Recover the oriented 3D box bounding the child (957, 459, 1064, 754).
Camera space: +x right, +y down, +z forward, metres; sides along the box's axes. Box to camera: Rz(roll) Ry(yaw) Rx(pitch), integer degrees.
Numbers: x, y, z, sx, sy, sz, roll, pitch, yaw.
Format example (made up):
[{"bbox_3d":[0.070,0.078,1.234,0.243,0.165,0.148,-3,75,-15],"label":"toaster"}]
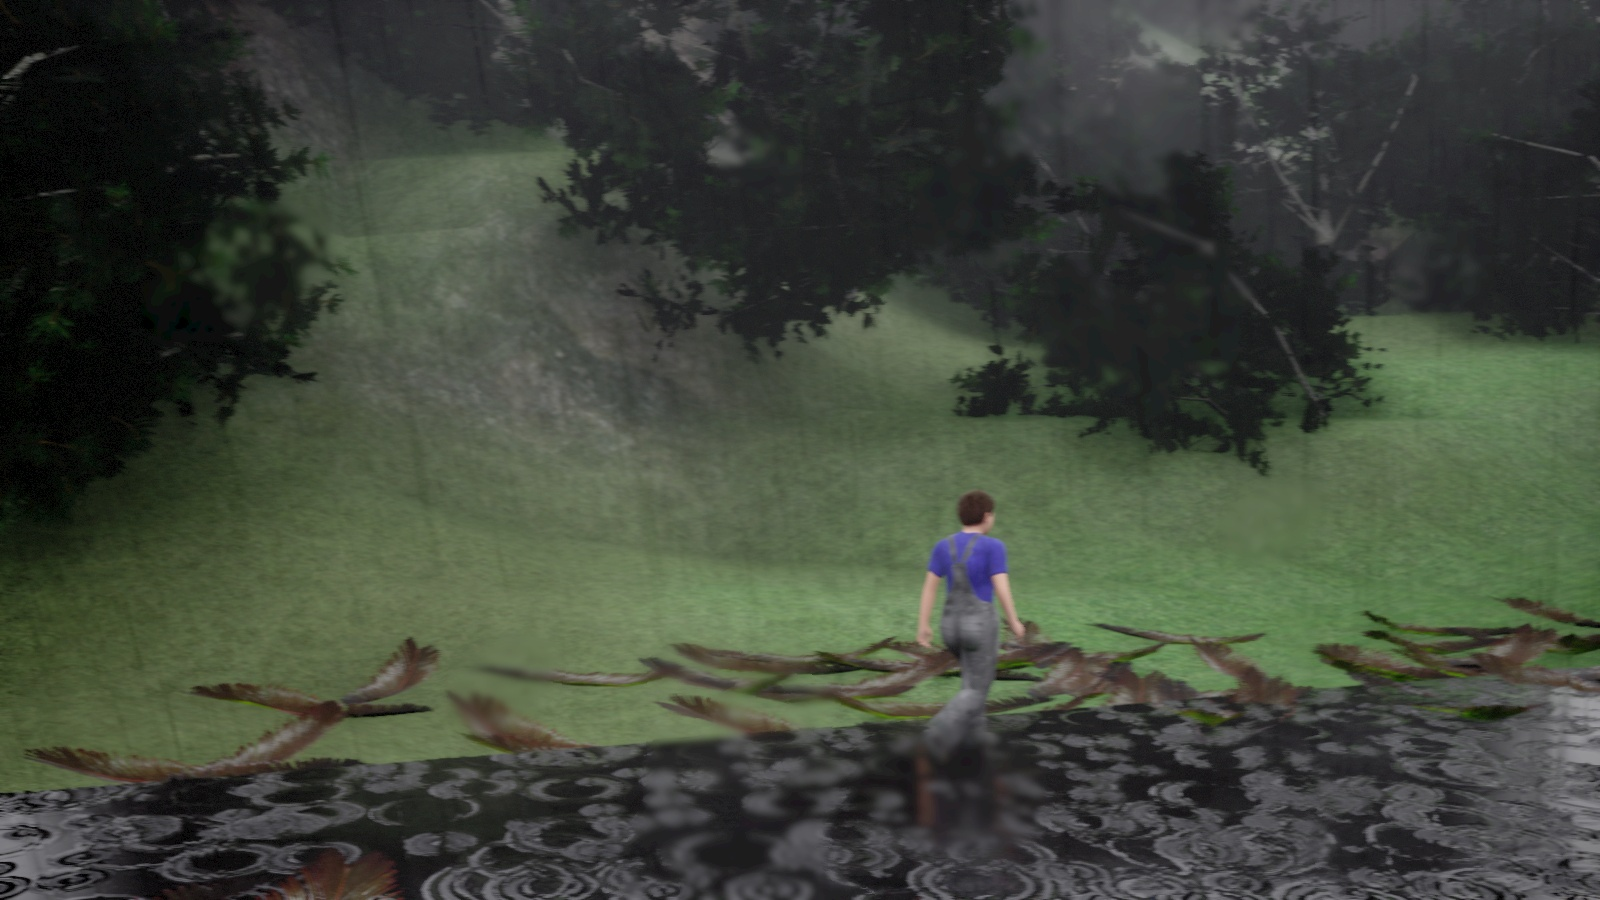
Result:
[{"bbox_3d":[0.954,0.680,5.672,0.270,1.263,0.437,0,1,44],"label":"child"}]
